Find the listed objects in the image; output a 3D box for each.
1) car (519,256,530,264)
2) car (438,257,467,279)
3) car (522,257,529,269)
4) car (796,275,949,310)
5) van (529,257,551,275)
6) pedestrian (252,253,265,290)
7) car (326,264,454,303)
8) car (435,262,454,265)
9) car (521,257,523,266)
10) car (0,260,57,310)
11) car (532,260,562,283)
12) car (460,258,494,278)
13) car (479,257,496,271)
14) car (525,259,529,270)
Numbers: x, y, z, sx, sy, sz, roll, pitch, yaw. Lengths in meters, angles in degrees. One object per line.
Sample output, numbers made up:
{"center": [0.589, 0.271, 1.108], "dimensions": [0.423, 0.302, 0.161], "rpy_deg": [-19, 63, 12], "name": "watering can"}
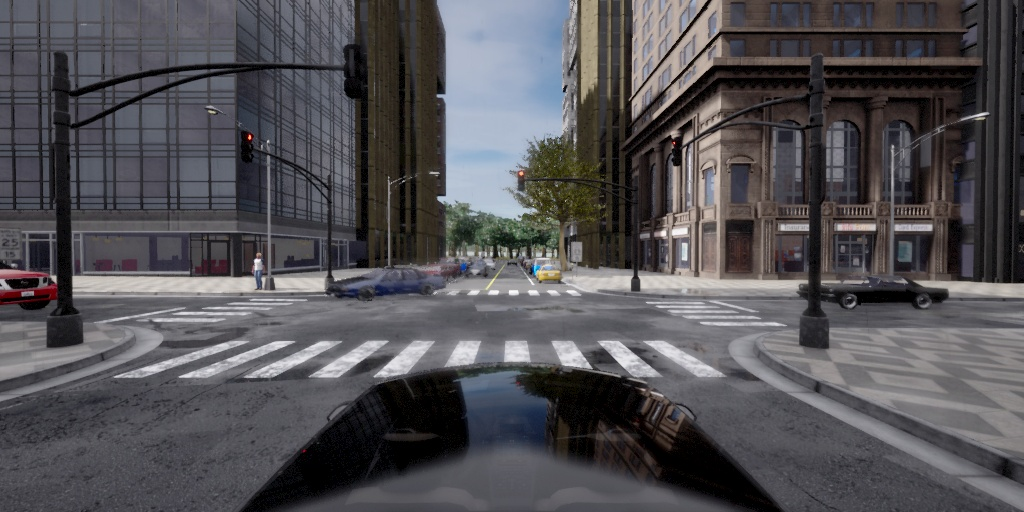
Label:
{"center": [2.711, 1.201, 61.067], "dimensions": [2.007, 1.370, 4.403], "rpy_deg": [0, 0, 0], "name": "car"}
{"center": [-5.790, 1.033, 32.654], "dimensions": [2.192, 1.841, 5.009], "rpy_deg": [0, 0, 0], "name": "car"}
{"center": [2.721, 1.207, 49.879], "dimensions": [1.751, 1.417, 4.829], "rpy_deg": [0, 0, 0], "name": "car"}
{"center": [14.698, 1.443, 14.844], "dimensions": [4.718, 1.301, 1.895], "rpy_deg": [0, 1, 0], "name": "car"}
{"center": [2.735, 1.059, 32.670], "dimensions": [1.690, 1.789, 3.998], "rpy_deg": [0, 0, 0], "name": "van"}
{"center": [-12.537, 0.740, 17.796], "dimensions": [0.375, 1.860, 0.375], "rpy_deg": [0, 0, 0], "name": "pedestrian"}
{"center": [-5.577, 1.236, 16.712], "dimensions": [2.033, 1.411, 5.357], "rpy_deg": [1, 0, 42], "name": "car"}
{"center": [-5.785, 1.310, 26.973], "dimensions": [1.802, 1.307, 4.207], "rpy_deg": [0, 0, 0], "name": "car"}
{"center": [2.716, 1.211, 55.388], "dimensions": [1.888, 1.381, 4.507], "rpy_deg": [0, 0, 0], "name": "car"}
{"center": [-18.383, 0.841, 11.542], "dimensions": [5.566, 2.045, 2.150], "rpy_deg": [1, 1, 0], "name": "car"}
{"center": [2.740, 1.253, 27.160], "dimensions": [1.751, 1.417, 4.829], "rpy_deg": [0, 0, 0], "name": "car"}
{"center": [-3.126, 1.211, 32.877], "dimensions": [2.128, 1.511, 4.902], "rpy_deg": [0, 0, 0], "name": "car"}
{"center": [-3.127, 1.216, 46.131], "dimensions": [1.812, 1.442, 4.674], "rpy_deg": [0, 0, 0], "name": "car"}
{"center": [2.730, 1.274, 38.349], "dimensions": [1.948, 1.339, 4.313], "rpy_deg": [0, 0, 0], "name": "car"}
